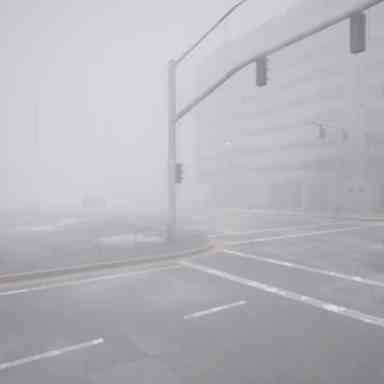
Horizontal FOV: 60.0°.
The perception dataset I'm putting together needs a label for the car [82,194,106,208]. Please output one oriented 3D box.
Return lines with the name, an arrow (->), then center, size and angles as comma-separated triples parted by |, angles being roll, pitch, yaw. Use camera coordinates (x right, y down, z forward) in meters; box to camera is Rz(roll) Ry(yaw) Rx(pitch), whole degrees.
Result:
car -> -14.364, 1.253, 48.458 | 2.150, 2.045, 5.566 | 0, 0, -35
